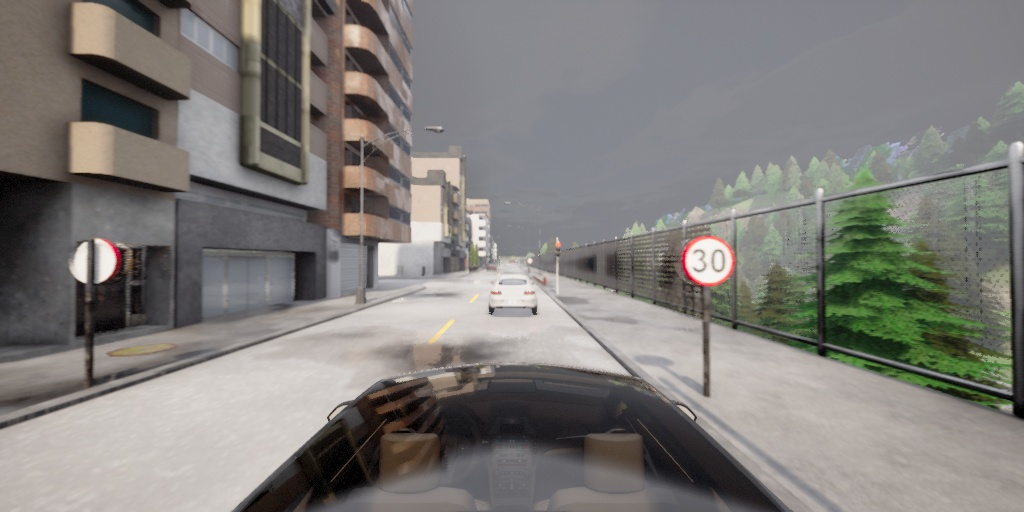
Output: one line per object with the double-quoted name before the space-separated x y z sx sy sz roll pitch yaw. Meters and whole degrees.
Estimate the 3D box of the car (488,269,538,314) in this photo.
"car" 0.049 1.455 14.690 1.812 1.442 4.674 0 -1 1
